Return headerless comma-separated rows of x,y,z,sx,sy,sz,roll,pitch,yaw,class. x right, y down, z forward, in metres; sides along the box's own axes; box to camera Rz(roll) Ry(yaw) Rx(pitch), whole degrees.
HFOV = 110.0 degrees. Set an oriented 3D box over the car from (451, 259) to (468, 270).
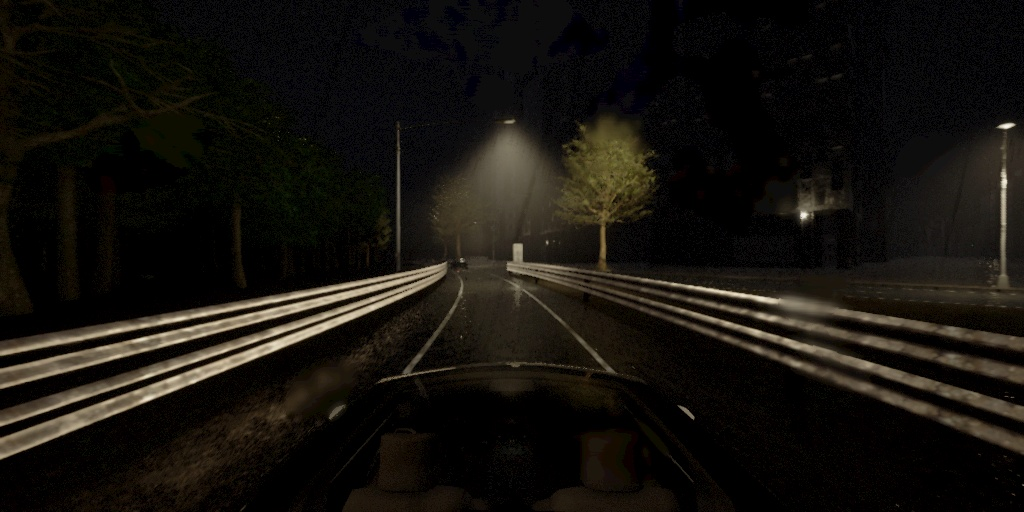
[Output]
-7.520,1.113,50.745,2.128,1.511,4.902,0,0,-18,car
